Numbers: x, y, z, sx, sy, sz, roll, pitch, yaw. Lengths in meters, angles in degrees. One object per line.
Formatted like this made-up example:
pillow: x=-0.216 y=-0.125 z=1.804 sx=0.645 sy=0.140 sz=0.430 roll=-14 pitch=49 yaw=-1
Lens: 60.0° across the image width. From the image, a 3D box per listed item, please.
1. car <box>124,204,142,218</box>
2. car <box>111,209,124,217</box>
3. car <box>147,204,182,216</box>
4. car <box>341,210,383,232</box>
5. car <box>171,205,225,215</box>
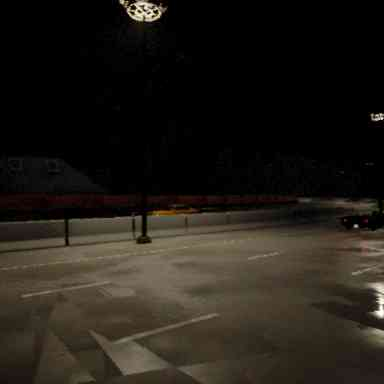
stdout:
car: x=-3.614 y=1.915 z=32.306 sx=4.902 sy=1.511 sz=2.128 roll=1 pitch=-1 yaw=-41
car: x=-5.737 y=2.014 z=35.091 sx=5.357 sy=1.411 sz=2.033 roll=0 pitch=-1 yaw=-42
car: x=-1.564 y=1.856 z=29.462 sx=5.008 sy=1.535 sz=1.882 roll=1 pitch=-1 yaw=-41
car: x=11.869 y=1.840 z=22.349 sx=4.718 sy=1.301 sz=1.895 roll=0 pitch=-1 yaw=-44
car: x=0.958 y=1.938 z=27.005 sx=4.718 sy=1.301 sz=1.895 roll=0 pitch=-1 yaw=-41
